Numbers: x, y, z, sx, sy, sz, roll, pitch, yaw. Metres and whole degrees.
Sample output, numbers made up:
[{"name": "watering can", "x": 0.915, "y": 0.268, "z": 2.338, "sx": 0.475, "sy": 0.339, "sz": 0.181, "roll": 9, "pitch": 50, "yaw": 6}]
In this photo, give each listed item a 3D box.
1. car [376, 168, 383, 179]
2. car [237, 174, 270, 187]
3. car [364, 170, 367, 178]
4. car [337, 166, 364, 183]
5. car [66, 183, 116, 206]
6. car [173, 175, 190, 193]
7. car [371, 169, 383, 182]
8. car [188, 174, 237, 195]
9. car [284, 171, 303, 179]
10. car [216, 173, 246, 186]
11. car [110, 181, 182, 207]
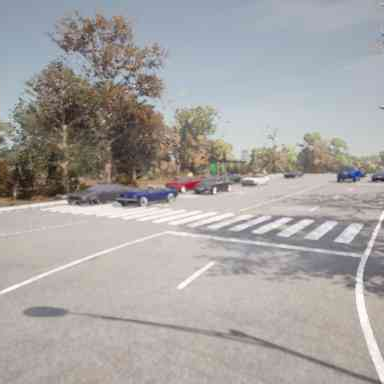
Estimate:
[{"name": "car", "x": 28.594, "y": -2.788, "z": 49.312, "sx": 1.994, "sy": 1.385, "sz": 4.181, "roll": 2, "pitch": 6, "yaw": 33}, {"name": "car", "x": 7.342, "y": -1.397, "z": 38.668, "sx": 1.895, "sy": 1.301, "sz": 4.718, "roll": 2, "pitch": 6, "yaw": 33}, {"name": "car", "x": 25.651, "y": -2.899, "z": 51.204, "sx": 1.994, "sy": 1.385, "sz": 4.181, "roll": 2, "pitch": 6, "yaw": 33}, {"name": "car", "x": 19.924, "y": -2.337, "z": 42.244, "sx": 2.150, "sy": 2.045, "sz": 5.566, "roll": 2, "pitch": 6, "yaw": 33}, {"name": "car", "x": -6.302, "y": 0.077, "z": 23.994, "sx": 2.033, "sy": 1.411, "sz": 5.357, "roll": 2, "pitch": 6, "yaw": 33}, {"name": "car", "x": -0.682, "y": -0.837, "z": 32.687, "sx": 1.882, "sy": 1.535, "sz": 5.008, "roll": 2, "pitch": 6, "yaw": 33}, {"name": "car", "x": 23.530, "y": -1.986, "z": 41.375, "sx": 1.994, "sy": 1.385, "sz": 4.181, "roll": 2, "pitch": 6, "yaw": 33}, {"name": "car", "x": 2.022, "y": -0.662, "z": 30.435, "sx": 1.837, "sy": 1.490, "sz": 4.892, "roll": 2, "pitch": 6, "yaw": 33}, {"name": "car", "x": 15.766, "y": -2.649, "z": 51.568, "sx": 1.895, "sy": 1.301, "sz": 4.718, "roll": 2, "pitch": 6, "yaw": 33}, {"name": "car", "x": 4.910, "y": -1.587, "z": 41.331, "sx": 1.895, "sy": 1.301, "sz": 4.718, "roll": 2, "pitch": 6, "yaw": 33}, {"name": "car", "x": -2.962, "y": 0.185, "z": 22.722, "sx": 1.895, "sy": 1.301, "sz": 4.718, "roll": 2, "pitch": 6, "yaw": 33}]
